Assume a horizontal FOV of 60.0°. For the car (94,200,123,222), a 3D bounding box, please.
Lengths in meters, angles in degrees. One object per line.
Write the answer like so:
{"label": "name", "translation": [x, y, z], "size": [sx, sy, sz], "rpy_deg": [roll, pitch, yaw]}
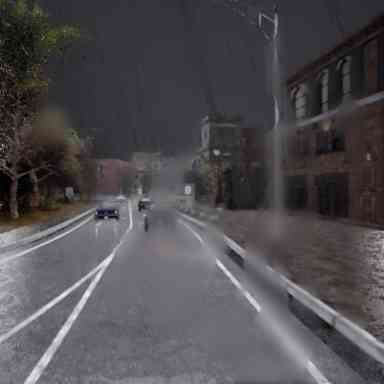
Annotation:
{"label": "car", "translation": [-6.858, 1.621, 27.207], "size": [1.895, 1.301, 4.718], "rpy_deg": [-1, 0, -10]}

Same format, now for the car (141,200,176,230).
{"label": "car", "translation": [-2.110, 1.471, 20.979], "size": [1.837, 1.490, 4.892], "rpy_deg": [-1, 0, -9]}

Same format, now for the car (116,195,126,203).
{"label": "car", "translation": [-14.345, 1.442, 67.240], "size": [1.812, 1.442, 4.674], "rpy_deg": [-1, 1, -11]}

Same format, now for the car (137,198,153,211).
{"label": "car", "translation": [-5.407, 1.426, 39.484], "size": [1.882, 1.535, 5.008], "rpy_deg": [-1, 0, -10]}
